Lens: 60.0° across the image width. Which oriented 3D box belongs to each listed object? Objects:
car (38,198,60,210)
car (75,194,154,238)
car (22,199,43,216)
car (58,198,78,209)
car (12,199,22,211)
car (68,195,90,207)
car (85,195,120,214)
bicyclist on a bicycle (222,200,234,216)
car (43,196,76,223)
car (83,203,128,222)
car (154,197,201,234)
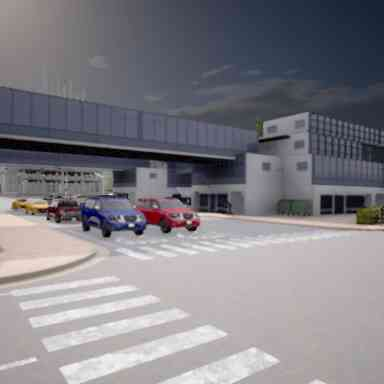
[{"bbox_3d":[-20.144,1.682,46.692,1.837,1.490,4.892,1,0,-35],"label":"car"},{"bbox_3d":[-4.617,1.328,18.998,2.150,2.045,5.566,1,-1,-35],"label":"car"},{"bbox_3d":[-16.207,1.601,35.145,1.882,1.535,5.008,1,-1,-36],"label":"car"},{"bbox_3d":[-19.307,1.752,51.720,1.812,1.442,4.674,1,-1,-35],"label":"car"},{"bbox_3d":[-22.386,1.610,43.802,1.882,1.535,5.008,1,-1,-35],"label":"car"},{"bbox_3d":[-19.984,1.496,58.531,2.150,2.045,5.566,1,-1,-36],"label":"car"},{"bbox_3d":[-10.886,1.434,40.067,2.150,2.045,5.566,1,-1,-36],"label":"car"},{"bbox_3d":[3.602,1.606,33.256,1.656,1.620,0.582,1,0,-36],"label":"bicyclist on a bicycle"},{"bbox_3d":[-10.103,1.467,26.649,2.097,1.767,4.553,1,-1,-36],"label":"car"},{"bbox_3d":[-7.758,1.707,29.376,2.033,1.411,5.357,1,-1,-36],"label":"car"},{"bbox_3d":[-1.766,1.373,21.071,2.150,2.045,5.566,1,-1,-36],"label":"car"}]
